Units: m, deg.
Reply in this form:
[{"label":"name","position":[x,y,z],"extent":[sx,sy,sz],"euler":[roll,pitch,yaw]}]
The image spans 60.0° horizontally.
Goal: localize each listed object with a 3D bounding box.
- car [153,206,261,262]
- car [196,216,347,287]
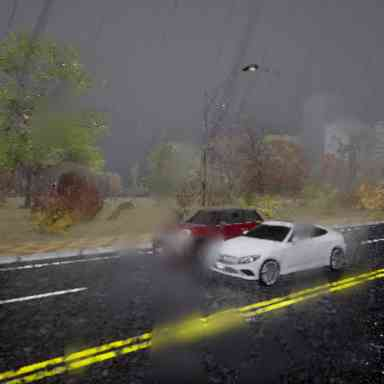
[{"label":"car","position":[0.836,1.376,12.258],"extent":[4.553,1.767,2.097],"euler":[0,0,-35]},{"label":"car","position":[2.597,1.549,9.511],"extent":[4.674,1.442,1.812],"euler":[0,0,-36]}]
